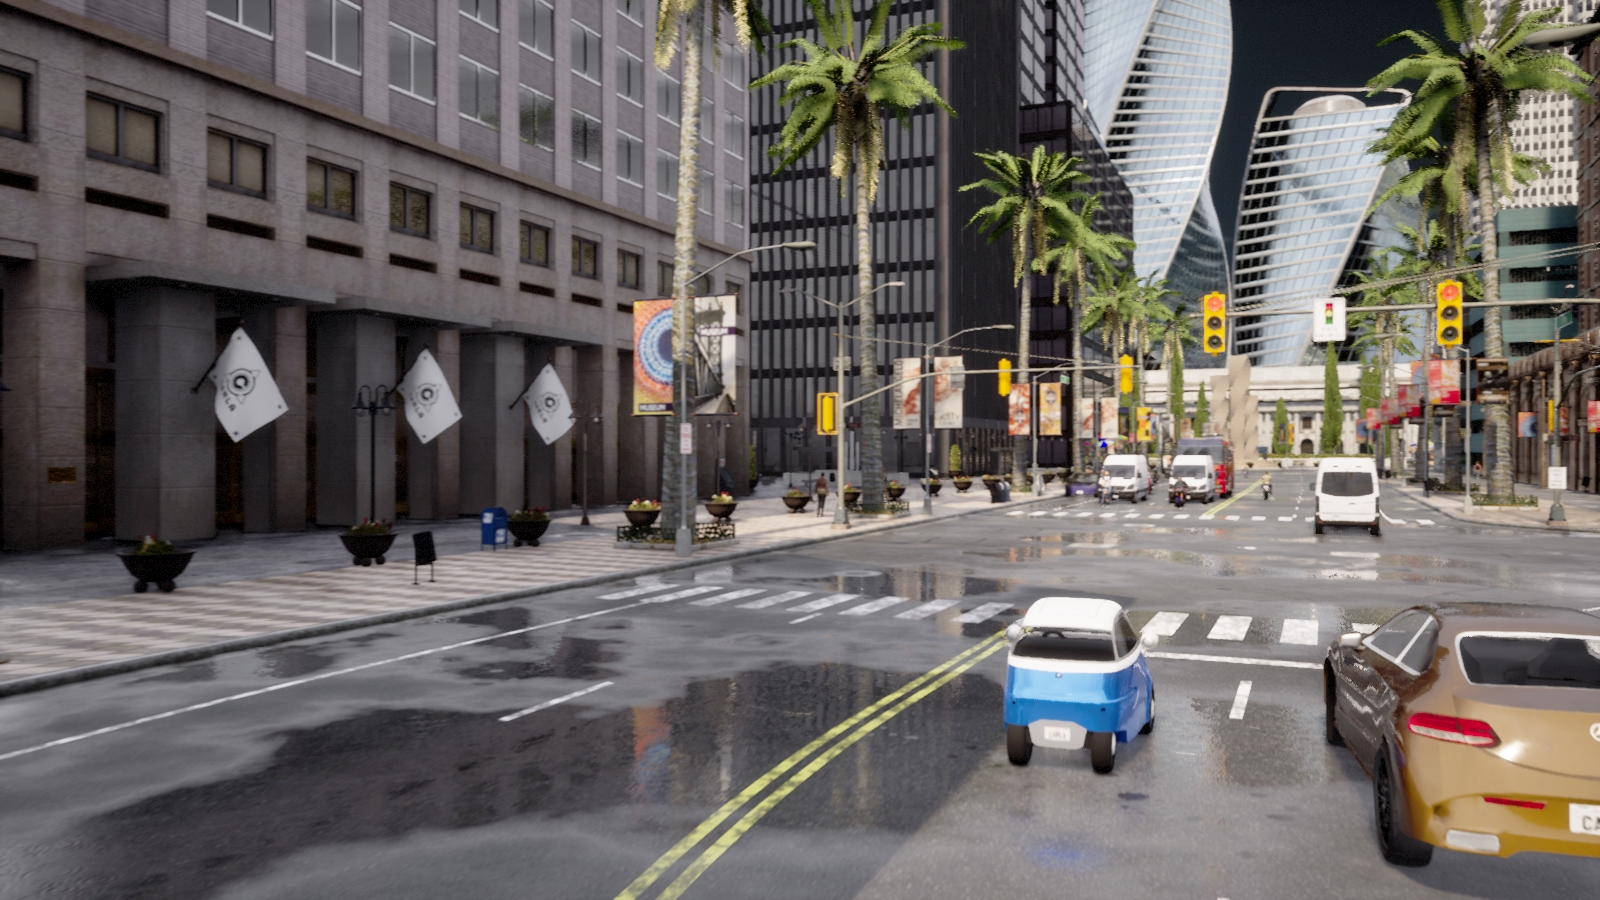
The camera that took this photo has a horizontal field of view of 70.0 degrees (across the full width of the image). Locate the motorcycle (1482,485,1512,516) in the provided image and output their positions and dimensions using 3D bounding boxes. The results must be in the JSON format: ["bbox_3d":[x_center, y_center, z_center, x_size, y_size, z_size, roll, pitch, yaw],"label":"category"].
[{"bbox_3d":[31.113,2.233,51.015,0.867,1.251,2.209,0,0,24],"label":"motorcycle"}]

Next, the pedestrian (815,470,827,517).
[{"bbox_3d":[0.835,1.721,45.142,0.375,1.860,0.375,0,0,18],"label":"pedestrian"}]

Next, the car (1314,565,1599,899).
[{"bbox_3d":[5.470,1.997,8.955,2.152,1.651,5.027,0,0,19],"label":"car"}]

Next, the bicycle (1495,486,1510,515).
[{"bbox_3d":[31.084,2.234,50.568,0.373,1.196,1.643,0,0,24],"label":"bicycle"}]

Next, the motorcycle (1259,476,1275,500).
[{"bbox_3d":[27.263,2.206,66.709,0.764,1.277,2.356,0,0,24],"label":"motorcycle"}]

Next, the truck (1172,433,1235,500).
[{"bbox_3d":[24.414,0.927,68.894,2.891,3.827,8.468,0,0,24],"label":"truck"}]

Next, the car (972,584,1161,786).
[{"bbox_3d":[2.605,2.127,10.894,1.481,1.376,2.207,0,0,21],"label":"car"}]

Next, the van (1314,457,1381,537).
[{"bbox_3d":[19.168,1.556,40.170,1.988,2.561,5.915,0,0,24],"label":"van"}]

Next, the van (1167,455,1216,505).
[{"bbox_3d":[21.197,1.568,61.749,1.988,2.561,5.915,0,0,24],"label":"van"}]

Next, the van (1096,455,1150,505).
[{"bbox_3d":[17.722,1.568,62.558,1.988,2.561,5.915,0,0,24],"label":"van"}]

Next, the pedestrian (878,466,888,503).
[{"bbox_3d":[4.175,1.727,57.558,0.375,1.860,0.375,0,0,-45],"label":"pedestrian"}]
